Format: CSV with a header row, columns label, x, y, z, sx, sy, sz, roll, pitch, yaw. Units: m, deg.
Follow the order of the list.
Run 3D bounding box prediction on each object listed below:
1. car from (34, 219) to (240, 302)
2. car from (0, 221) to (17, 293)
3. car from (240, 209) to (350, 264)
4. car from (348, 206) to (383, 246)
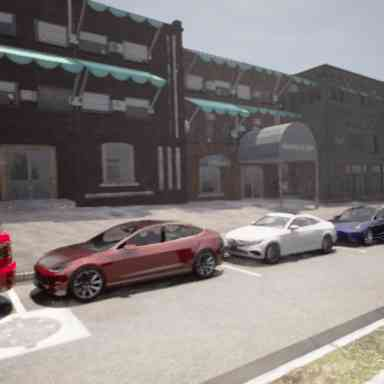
label,x,y,z,sx,sy,sz,roll,pitch,yaw
car,-1.353,1.486,8.428,4.792,1.488,2.163,-1,0,-35
car,-5.886,1.244,5.231,5.566,2.045,2.435,0,0,-35
car,3.205,1.453,11.644,4.674,1.452,2.002,-1,0,-35
car,7.713,1.397,14.823,4.792,1.488,2.163,-1,0,-35
